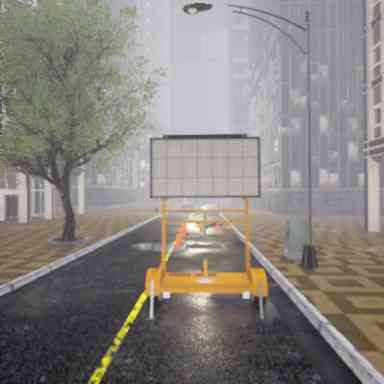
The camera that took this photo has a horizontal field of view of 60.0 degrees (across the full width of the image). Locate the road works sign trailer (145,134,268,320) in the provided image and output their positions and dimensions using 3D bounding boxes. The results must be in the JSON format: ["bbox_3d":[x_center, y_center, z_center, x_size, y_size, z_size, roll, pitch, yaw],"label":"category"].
[{"bbox_3d":[0.294,0.532,7.426,2.380,3.560,2.880,0,-1,2],"label":"road works sign trailer"}]
